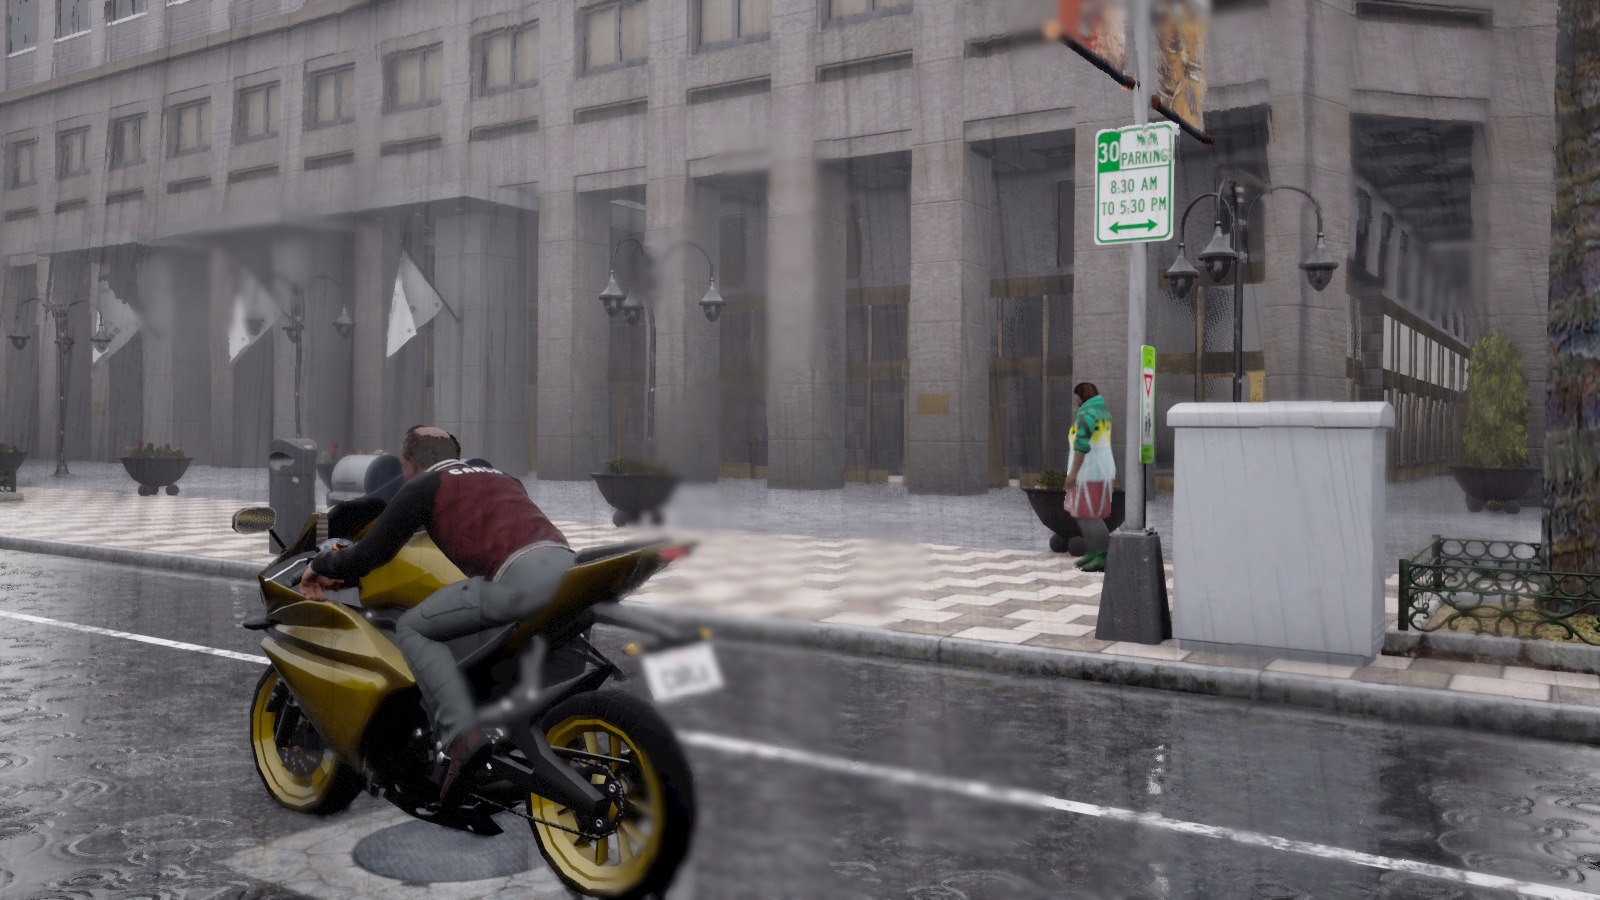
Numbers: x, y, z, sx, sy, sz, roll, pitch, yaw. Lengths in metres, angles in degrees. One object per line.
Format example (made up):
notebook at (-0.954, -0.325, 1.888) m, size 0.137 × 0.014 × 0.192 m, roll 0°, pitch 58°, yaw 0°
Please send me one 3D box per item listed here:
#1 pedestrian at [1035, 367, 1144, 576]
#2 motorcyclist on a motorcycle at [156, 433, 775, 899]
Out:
pedestrian at (2.820, 0.196, 12.204) m, size 0.873 × 1.952 × 0.659 m, roll 0°, pitch 1°, yaw 29°
motorcyclist on a motorcycle at (-1.241, 0.717, 4.448) m, size 2.191 × 1.530 × 0.866 m, roll 0°, pitch 1°, yaw 34°
